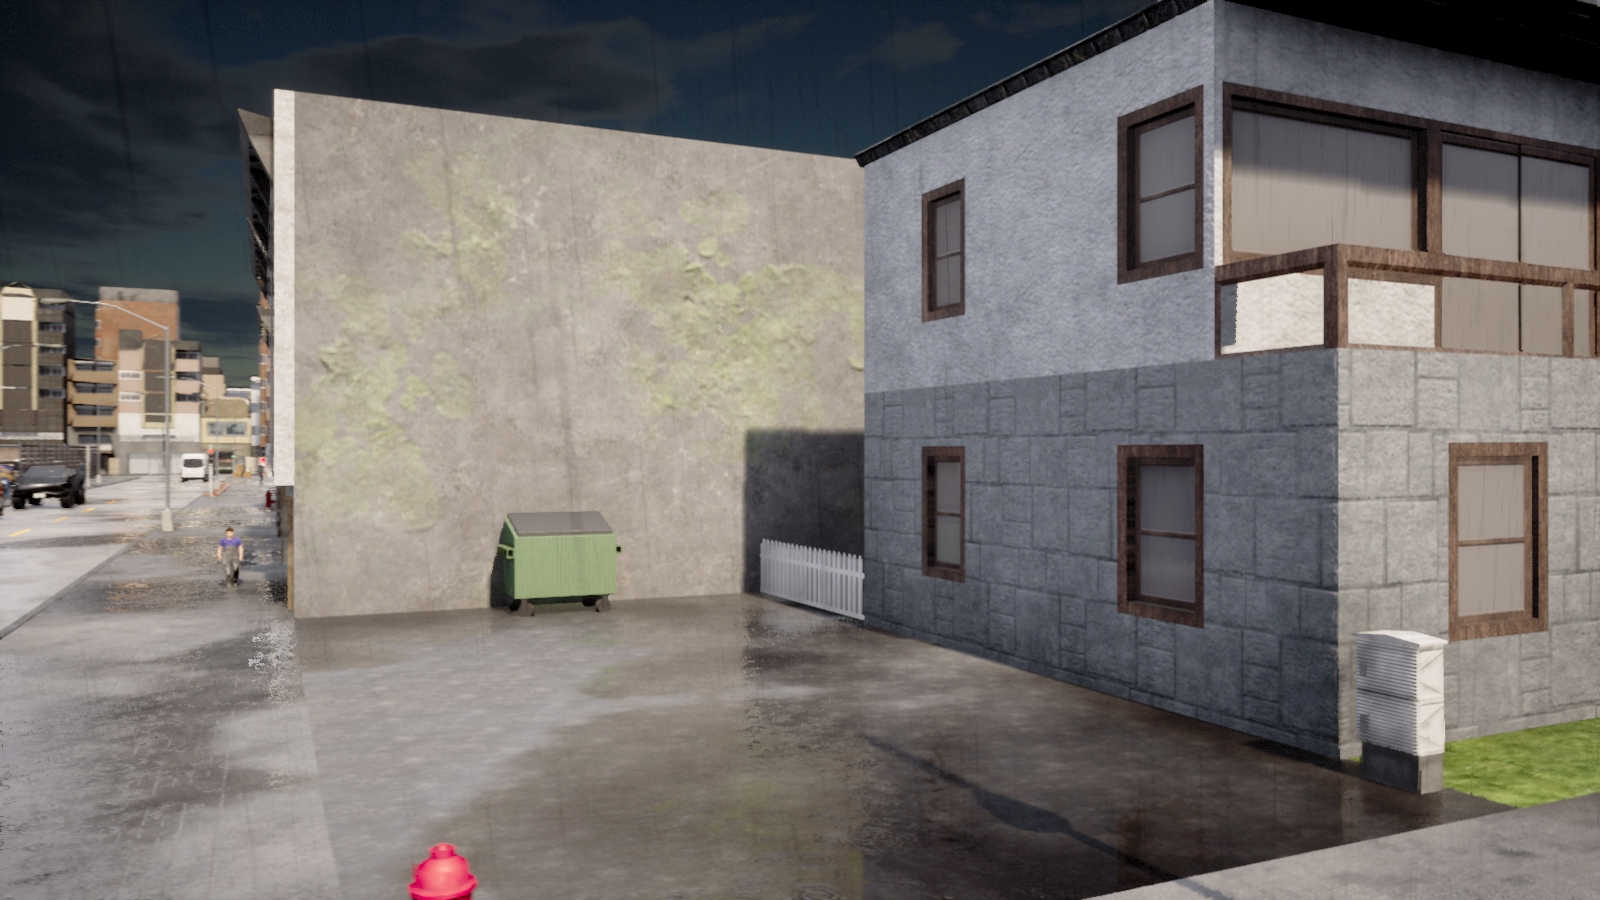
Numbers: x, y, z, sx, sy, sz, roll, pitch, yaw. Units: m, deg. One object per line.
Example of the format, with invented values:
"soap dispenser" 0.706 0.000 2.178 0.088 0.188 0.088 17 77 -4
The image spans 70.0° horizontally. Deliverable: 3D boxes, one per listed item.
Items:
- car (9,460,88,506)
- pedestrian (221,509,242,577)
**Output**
"car" -37.097 1.577 56.576 2.390 2.098 6.274 0 0 -25
"pedestrian" -11.181 1.821 22.472 0.375 1.300 0.375 0 0 -25
